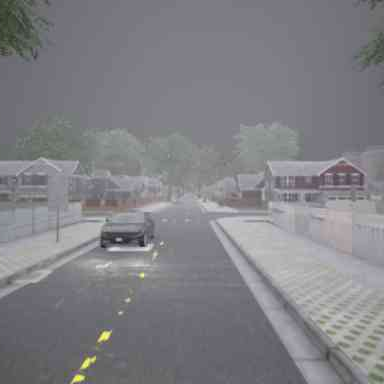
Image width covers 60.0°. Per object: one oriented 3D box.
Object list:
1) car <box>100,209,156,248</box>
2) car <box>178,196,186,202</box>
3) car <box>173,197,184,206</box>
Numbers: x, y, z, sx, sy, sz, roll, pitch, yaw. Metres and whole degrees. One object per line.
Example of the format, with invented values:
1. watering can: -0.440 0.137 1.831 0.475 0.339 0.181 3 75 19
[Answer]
1. car: -2.826 1.585 15.454 1.882 1.535 5.008 0 0 0
2. car: -2.751 1.943 92.141 2.128 1.511 4.902 0 0 0
3. car: -2.750 1.808 66.671 2.097 1.767 4.553 0 -1 0
